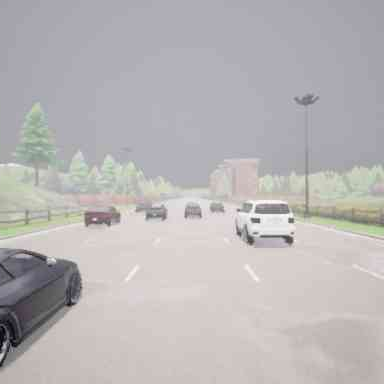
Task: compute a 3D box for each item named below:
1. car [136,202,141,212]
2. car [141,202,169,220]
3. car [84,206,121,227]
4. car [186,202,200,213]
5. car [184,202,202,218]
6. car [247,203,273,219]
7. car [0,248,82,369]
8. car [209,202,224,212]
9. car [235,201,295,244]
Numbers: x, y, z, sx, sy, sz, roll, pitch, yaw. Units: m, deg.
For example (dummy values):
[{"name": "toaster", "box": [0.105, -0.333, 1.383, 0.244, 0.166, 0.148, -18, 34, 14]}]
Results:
[{"name": "car", "box": [-6.929, 2.124, 48.458, 2.128, 1.511, 4.902, 0, -1, 0]}, {"name": "car", "box": [-3.387, 1.920, 32.745, 2.128, 1.511, 4.902, 0, -1, 0]}, {"name": "car", "box": [-6.889, 1.818, 26.082, 1.882, 1.535, 5.008, 0, -1, 0]}, {"name": "car", "box": [0.070, 2.134, 46.577, 1.812, 1.442, 4.674, 0, -1, -1]}, {"name": "car", "box": [0.108, 1.959, 35.757, 2.128, 1.511, 4.902, 0, -1, 0]}, {"name": "car", "box": [7.109, 1.988, 35.354, 1.812, 1.442, 4.674, 0, 0, 0]}, {"name": "car", "box": [-3.397, 1.639, 5.629, 1.994, 1.385, 4.181, 0, -1, 0]}, {"name": "car", "box": [3.571, 2.126, 48.499, 2.128, 1.511, 4.902, 0, -1, 0]}, {"name": "car", "box": [3.622, 1.448, 17.277, 2.150, 2.045, 5.566, 0, 0, 0]}]
